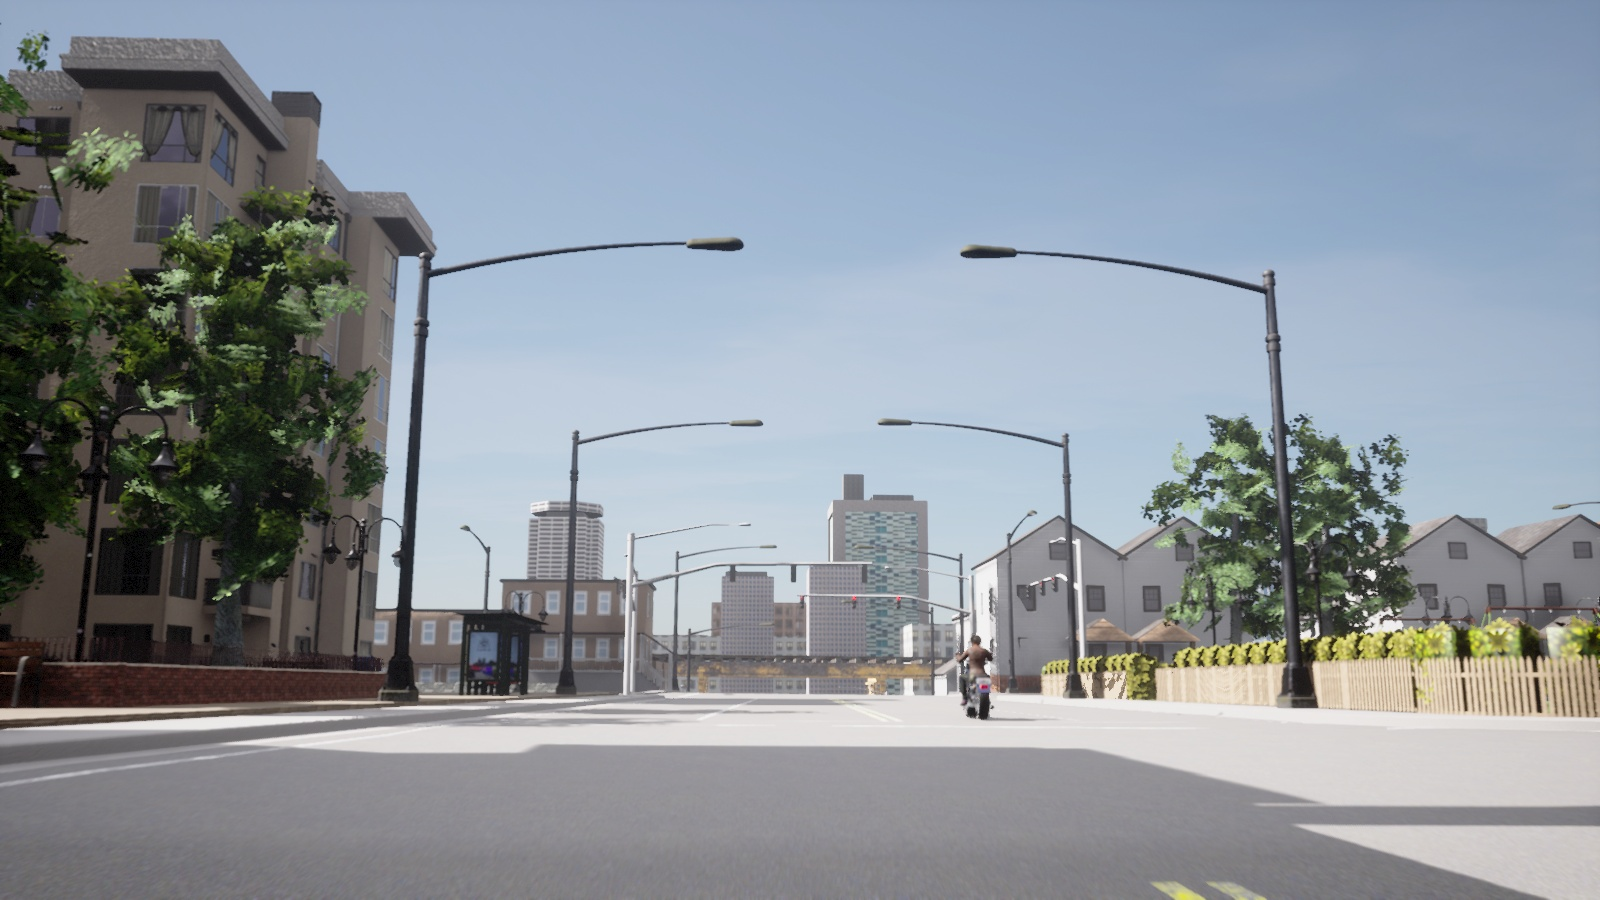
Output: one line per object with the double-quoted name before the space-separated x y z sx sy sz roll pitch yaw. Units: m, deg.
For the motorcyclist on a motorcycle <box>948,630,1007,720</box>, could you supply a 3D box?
"motorcyclist on a motorcycle" 3.441 4.395 24.522 0.766 1.649 2.350 0 -11 0
